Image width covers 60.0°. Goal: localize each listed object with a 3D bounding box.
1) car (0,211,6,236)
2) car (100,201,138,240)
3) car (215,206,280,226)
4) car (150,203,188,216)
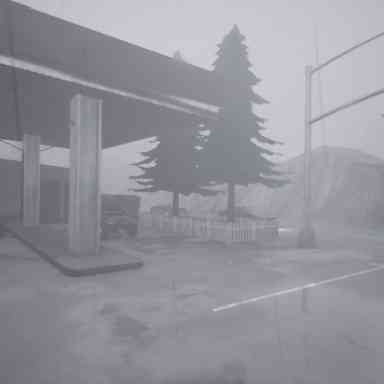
[{"bbox_3d":[-11.714,1.518,18.436,2.242,1.667,4.611,1,0,-36],"label":"car"},{"bbox_3d":[-4.583,1.446,18.240,1.905,1.878,3.866,1,0,-36],"label":"car"},{"bbox_3d":[3.999,1.801,25.024,2.033,1.411,5.357,1,0,-35],"label":"car"},{"bbox_3d":[-2.363,1.780,34.022,1.895,1.301,4.718,1,0,-35],"label":"car"}]
